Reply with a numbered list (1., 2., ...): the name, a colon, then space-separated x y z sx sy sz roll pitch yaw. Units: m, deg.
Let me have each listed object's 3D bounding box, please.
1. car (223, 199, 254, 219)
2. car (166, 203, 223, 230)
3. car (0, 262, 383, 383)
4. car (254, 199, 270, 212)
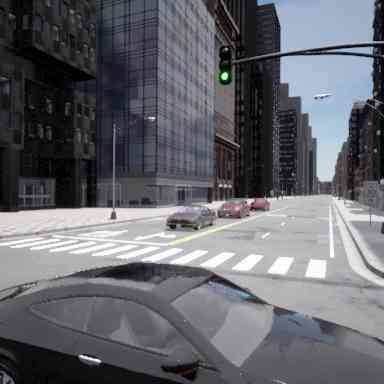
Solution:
1. car: 3.915 1.443 30.736 2.097 1.767 4.553 0 0 23
2. car: 0.139 1.592 21.700 2.033 1.411 5.357 0 0 20
3. car: -0.234 1.533 3.382 4.674 1.442 1.812 0 0 23
4. car: 8.600 1.626 42.042 1.882 1.535 5.008 0 0 23
